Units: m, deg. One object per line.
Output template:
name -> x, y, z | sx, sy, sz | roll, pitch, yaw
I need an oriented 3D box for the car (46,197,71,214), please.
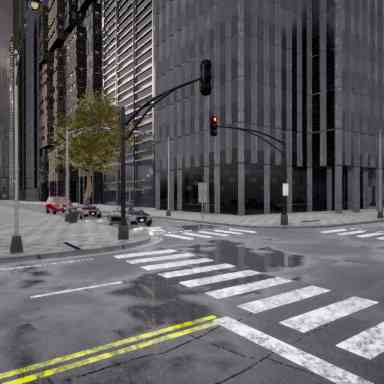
car -> -16.140, 1.574, 40.305 | 2.150, 2.045, 5.566 | 0, 0, -35

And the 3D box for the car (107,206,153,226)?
car -> -4.518, 1.729, 23.938 | 1.994, 1.385, 4.181 | 0, 0, -35

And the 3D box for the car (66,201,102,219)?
car -> -10.239, 1.817, 31.974 | 1.994, 1.385, 4.181 | 0, 0, -36
